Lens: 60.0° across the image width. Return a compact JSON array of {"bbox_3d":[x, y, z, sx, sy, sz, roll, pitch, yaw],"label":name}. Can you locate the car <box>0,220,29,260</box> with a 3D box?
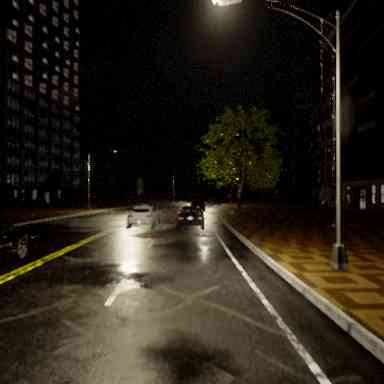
[{"bbox_3d":[-6.729,1.599,10.190,1.812,1.442,4.674,0,0,-1],"label":"car"}]

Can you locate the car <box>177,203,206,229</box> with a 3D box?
[{"bbox_3d":[-0.045,1.703,23.132,2.033,1.411,5.357,0,0,1],"label":"car"}]

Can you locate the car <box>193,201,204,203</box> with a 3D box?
[{"bbox_3d":[0.763,1.811,41.613,1.812,1.442,4.674,0,0,4],"label":"car"}]

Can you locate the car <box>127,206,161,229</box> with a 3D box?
[{"bbox_3d":[-3.278,1.683,23.100,1.812,1.442,4.674,0,0,1],"label":"car"}]
